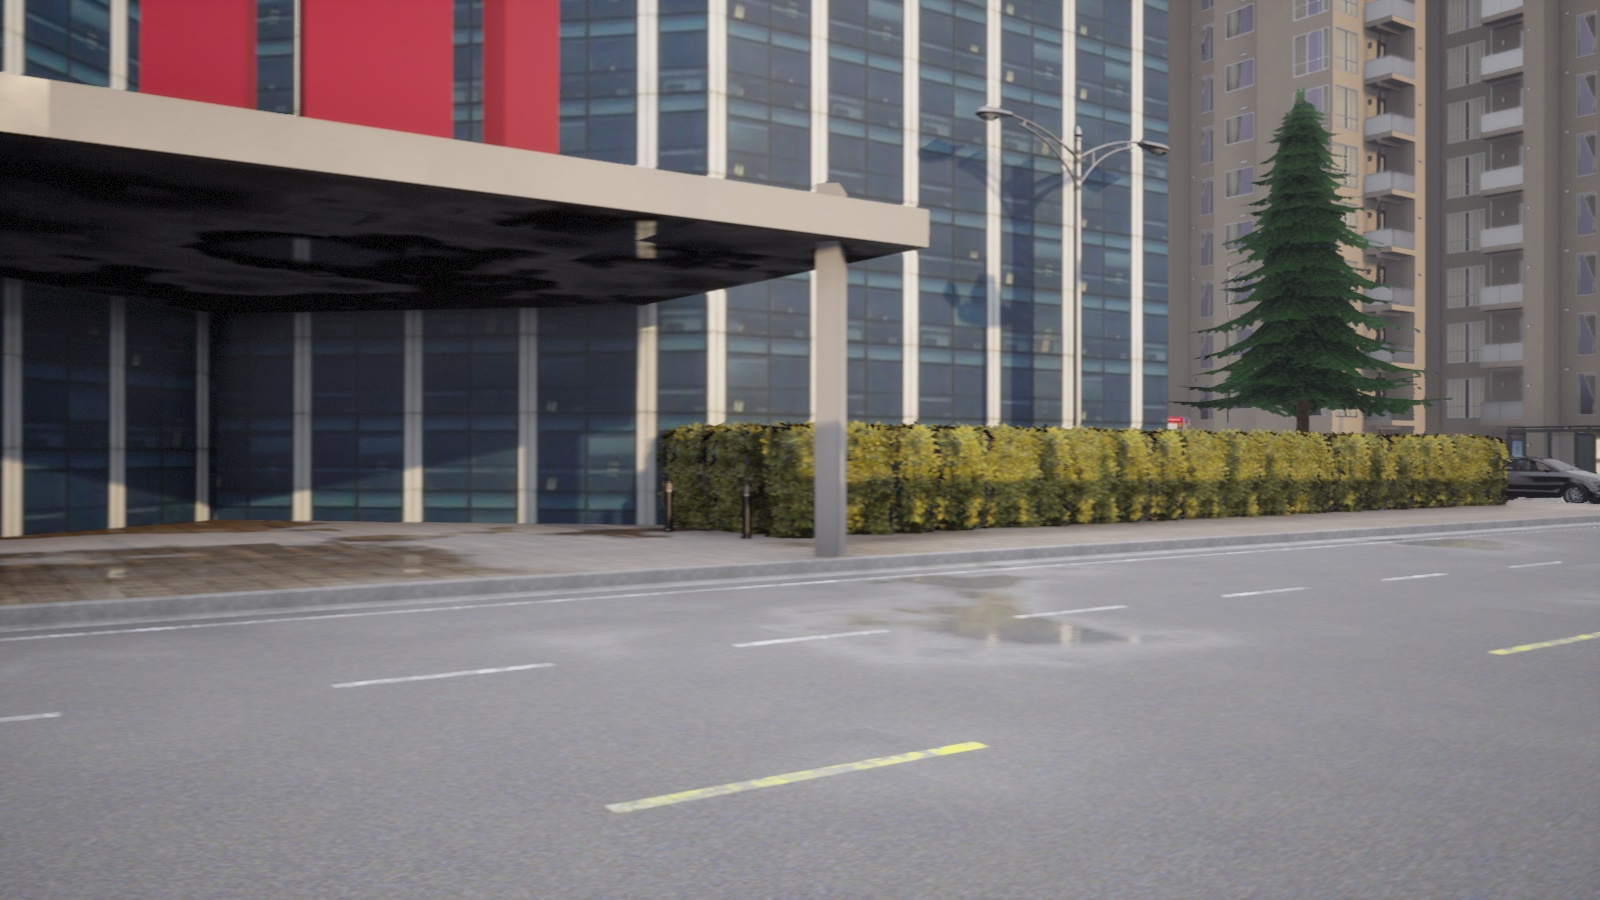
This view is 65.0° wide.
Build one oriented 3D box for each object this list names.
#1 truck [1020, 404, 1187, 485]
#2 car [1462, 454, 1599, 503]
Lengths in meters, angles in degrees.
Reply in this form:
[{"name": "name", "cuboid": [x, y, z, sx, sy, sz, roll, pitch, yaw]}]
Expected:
[{"name": "truck", "cuboid": [15.207, -0.240, 63.676, 2.891, 3.827, 8.468, 0, 0, -35]}, {"name": "car", "cuboid": [23.424, 0.861, 39.540, 1.816, 1.474, 4.193, 0, 0, -34]}]
